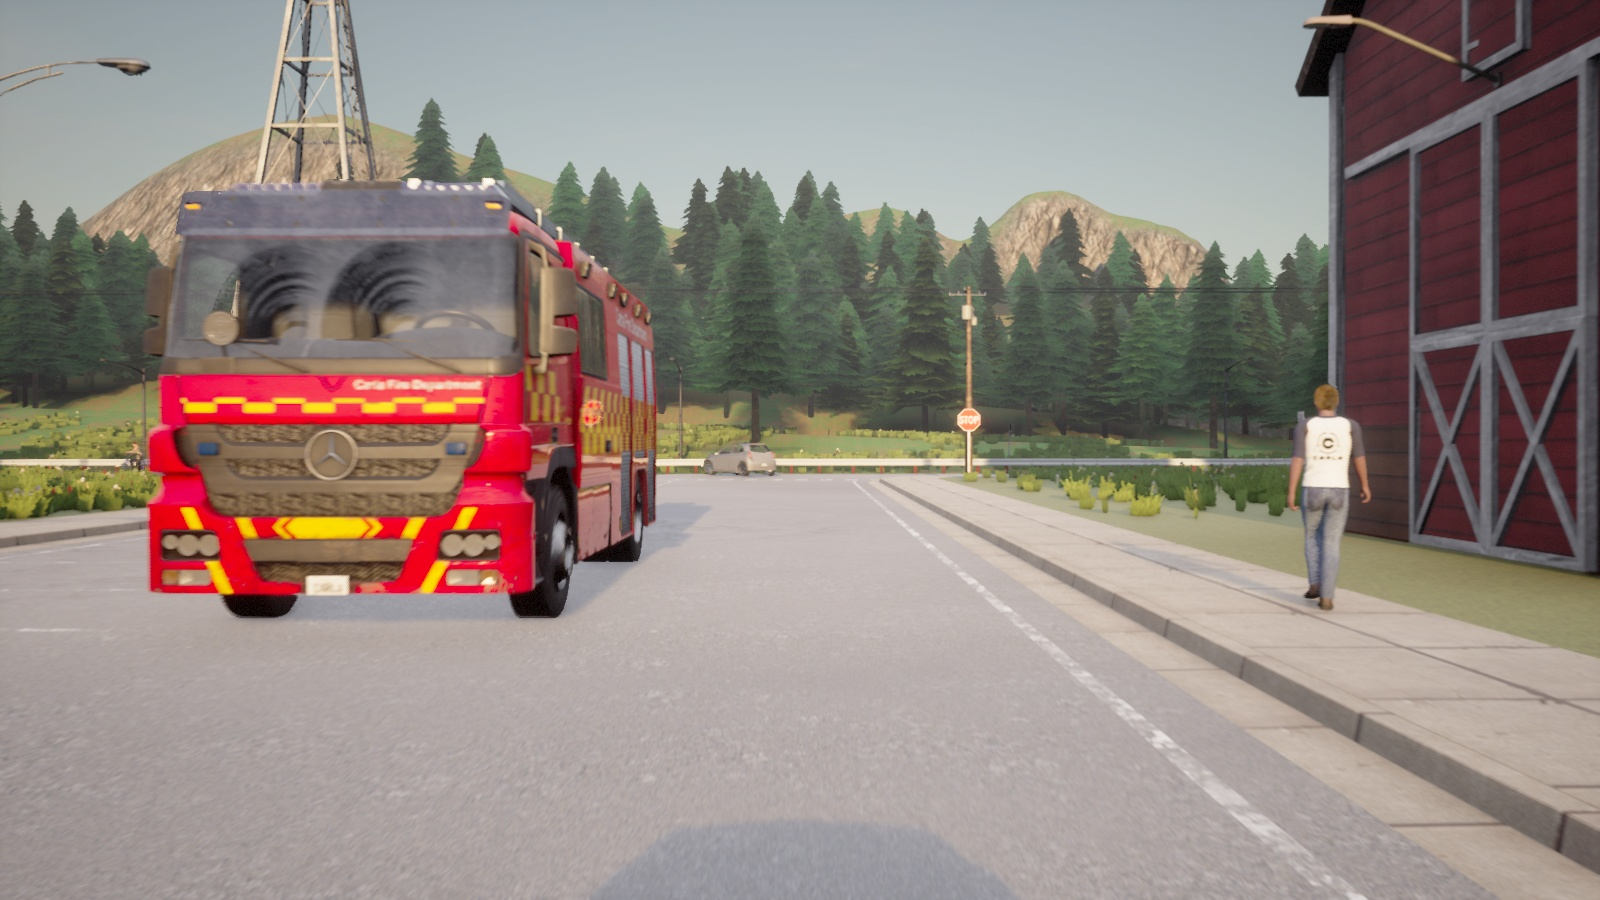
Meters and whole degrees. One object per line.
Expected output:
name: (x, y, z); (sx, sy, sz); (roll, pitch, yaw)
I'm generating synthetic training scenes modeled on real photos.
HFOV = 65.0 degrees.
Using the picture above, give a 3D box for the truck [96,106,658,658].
truck: (-3.410, -0.494, 12.939); (2.891, 3.827, 8.468); (0, 0, 0)

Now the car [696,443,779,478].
car: (-2.816, 0.441, 56.197); (1.845, 1.501, 3.633); (0, 0, -41)

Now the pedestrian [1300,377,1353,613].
pedestrian: (4.238, 0.348, 10.130); (0.354, 1.836, 0.706); (0, 0, 19)
